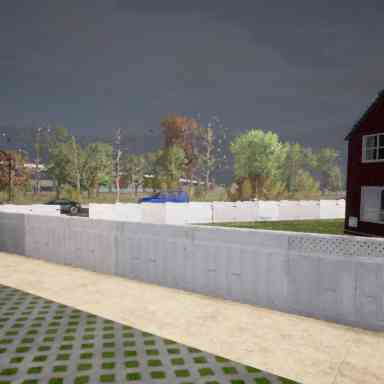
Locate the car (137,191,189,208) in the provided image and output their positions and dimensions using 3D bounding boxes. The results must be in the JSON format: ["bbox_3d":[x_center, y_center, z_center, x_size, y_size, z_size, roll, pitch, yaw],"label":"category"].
[{"bbox_3d":[-2.998,0.907,35.205,5.566,2.045,2.150,0,2,-19],"label":"car"}]

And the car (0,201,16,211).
[{"bbox_3d":[-16.353,1.263,27.094,4.553,1.767,2.097,0,2,-19],"label":"car"}]

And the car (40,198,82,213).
[{"bbox_3d":[-12.812,1.323,31.924,4.181,1.385,1.994,0,2,-18],"label":"car"}]

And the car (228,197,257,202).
[{"bbox_3d":[6.460,1.224,38.375,4.718,1.301,1.895,0,2,-19],"label":"car"}]

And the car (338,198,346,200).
[{"bbox_3d":[17.007,1.281,34.859,5.008,1.535,1.882,0,2,-19],"label":"car"}]
